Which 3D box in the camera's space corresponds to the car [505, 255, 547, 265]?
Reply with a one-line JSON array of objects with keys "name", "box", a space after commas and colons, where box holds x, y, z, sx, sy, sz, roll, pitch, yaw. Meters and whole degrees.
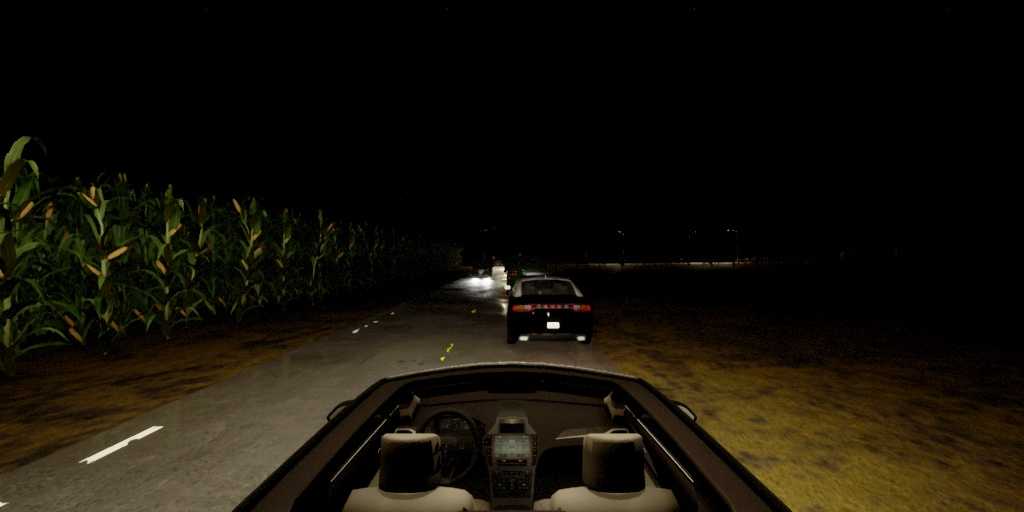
[{"name": "car", "box": [0.807, 0.986, 19.639, 2.150, 2.045, 5.566, 0, 0, 0]}]

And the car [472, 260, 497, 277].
[{"name": "car", "box": [-2.885, 1.299, 35.732, 2.128, 1.511, 4.902, 0, 0, 0]}]

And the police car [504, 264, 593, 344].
[{"name": "police car", "box": [0.817, 1.175, 9.717, 1.930, 1.638, 5.238, 0, 0, 0]}]
